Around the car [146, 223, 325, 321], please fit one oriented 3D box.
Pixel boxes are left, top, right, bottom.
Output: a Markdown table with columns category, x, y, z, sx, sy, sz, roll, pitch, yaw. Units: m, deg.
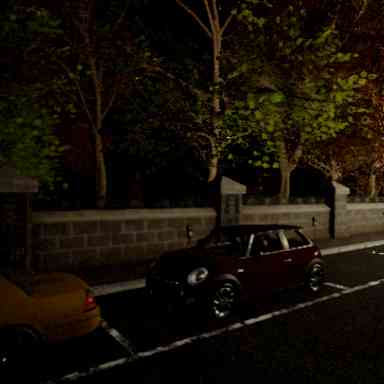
| category | x | y | z | sx | sy | sz | roll | pitch | yaw |
| --- | --- | --- | --- | --- | --- | --- | --- | --- | --- |
| car | 1.035 | 1.468 | 7.297 | 4.097 | 1.590 | 1.967 | 0 | 0 | -36 |

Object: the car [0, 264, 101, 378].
| category | x | y | z | sx | sy | sz | roll | pitch | yaw |
| --- | --- | --- | --- | --- | --- | --- | --- | --- | --- |
| car | -3.613 | 1.522 | 3.981 | 4.829 | 1.417 | 1.752 | 0 | 0 | -36 |
